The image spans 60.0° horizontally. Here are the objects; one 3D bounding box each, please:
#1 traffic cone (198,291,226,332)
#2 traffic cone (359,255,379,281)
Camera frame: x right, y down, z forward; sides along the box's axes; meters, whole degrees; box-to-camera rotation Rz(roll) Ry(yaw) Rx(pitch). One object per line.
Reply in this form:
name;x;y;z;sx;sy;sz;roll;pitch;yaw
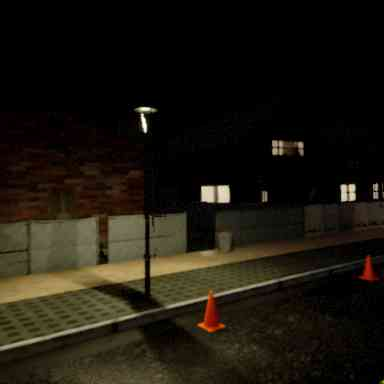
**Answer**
traffic cone;0.329;1.934;5.509;0.340;0.580;0.340;-1;0;-36
traffic cone;4.474;1.892;8.415;0.340;0.580;0.340;-1;0;-34
